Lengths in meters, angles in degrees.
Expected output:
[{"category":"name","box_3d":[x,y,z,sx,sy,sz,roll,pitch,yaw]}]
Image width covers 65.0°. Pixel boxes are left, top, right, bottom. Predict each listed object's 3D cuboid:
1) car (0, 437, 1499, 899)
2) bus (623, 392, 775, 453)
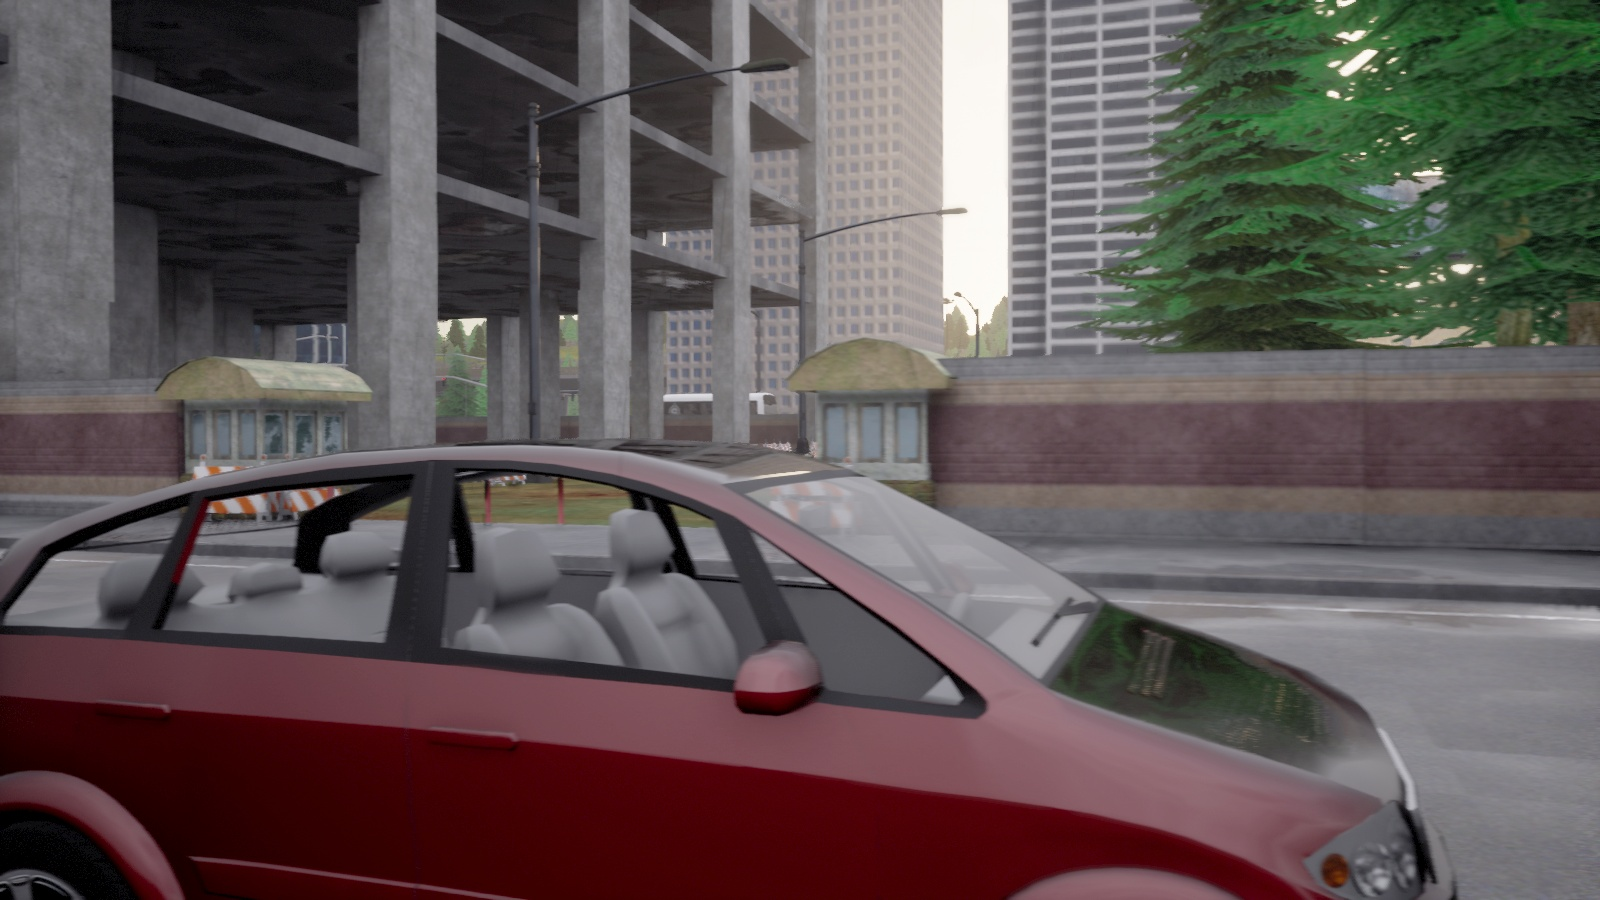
[{"category":"car","box_3d":[-0.425,0.750,3.335,3.705,1.549,1.789,0,1,19]},{"category":"bus","box_3d":[-7.312,-1.978,90.860,10.273,4.253,3.944,1,1,19]}]
